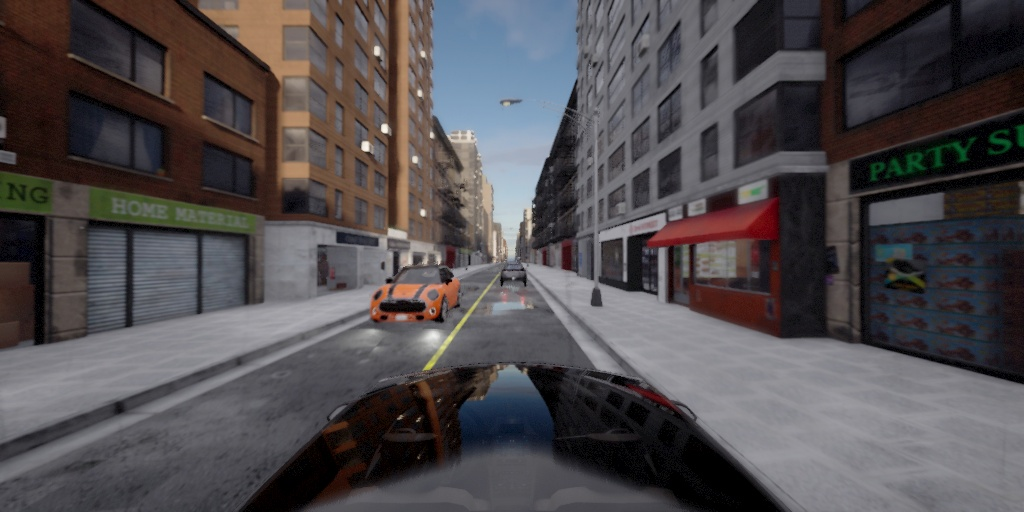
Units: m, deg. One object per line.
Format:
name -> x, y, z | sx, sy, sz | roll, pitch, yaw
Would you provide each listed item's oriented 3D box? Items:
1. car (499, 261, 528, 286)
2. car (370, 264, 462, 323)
car -> 0.102, 1.257, 25.633 | 2.128, 1.511, 4.902 | 0, 0, 0
car -> -3.020, 1.102, 12.108 | 2.097, 1.767, 4.553 | 0, 0, 0
